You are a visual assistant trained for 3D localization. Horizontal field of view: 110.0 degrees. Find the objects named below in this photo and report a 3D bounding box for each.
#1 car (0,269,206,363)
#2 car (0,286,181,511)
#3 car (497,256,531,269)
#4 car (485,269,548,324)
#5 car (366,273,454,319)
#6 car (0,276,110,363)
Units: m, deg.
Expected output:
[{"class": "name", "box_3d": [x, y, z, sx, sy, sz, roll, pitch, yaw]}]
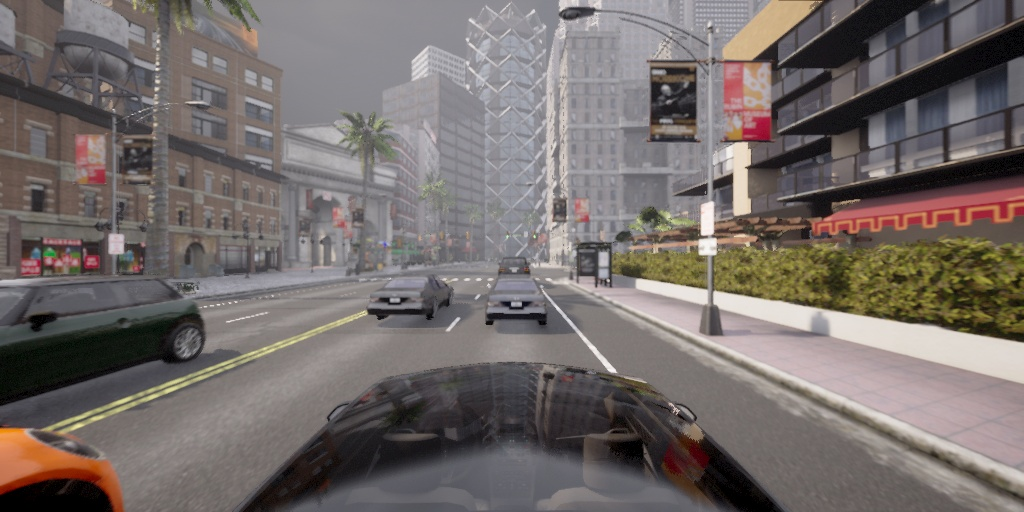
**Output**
[{"class": "car", "box_3d": [-7.091, 1.110, 5.108, 2.097, 1.767, 4.553, 0, 0, 0]}, {"class": "car", "box_3d": [-3.326, 1.097, 0.193, 2.097, 1.767, 4.553, 0, 0, -1]}, {"class": "car", "box_3d": [0.152, 1.035, 25.517, 2.150, 2.045, 5.566, 0, 0, 0]}, {"class": "car", "box_3d": [0.122, 1.325, 11.982, 2.033, 1.411, 5.357, 0, 0, 0]}, {"class": "car", "box_3d": [-3.370, 1.327, 12.843, 2.033, 1.411, 5.357, 0, 0, 0]}, {"class": "car", "box_3d": [-10.589, 1.238, 6.103, 1.882, 1.535, 5.008, 0, 0, 0]}]
